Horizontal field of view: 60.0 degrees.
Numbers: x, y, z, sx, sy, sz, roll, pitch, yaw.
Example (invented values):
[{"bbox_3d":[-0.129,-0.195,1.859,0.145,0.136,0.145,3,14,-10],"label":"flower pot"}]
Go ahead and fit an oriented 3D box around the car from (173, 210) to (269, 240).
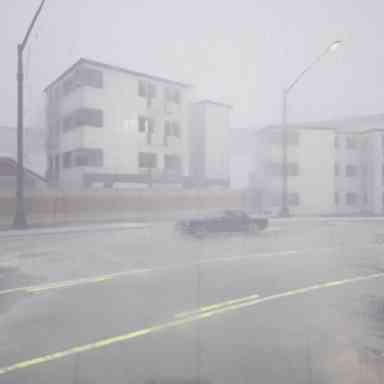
[{"bbox_3d":[1.458,1.590,17.029,4.718,1.301,1.895,0,0,-24],"label":"car"}]
